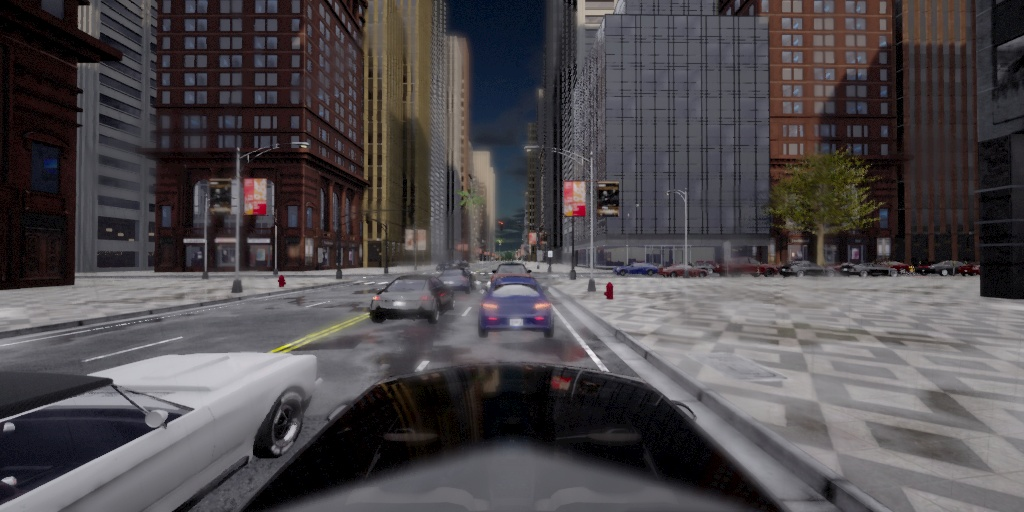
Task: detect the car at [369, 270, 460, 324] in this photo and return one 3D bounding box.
[{"bbox_3d":[-3.158,1.327,12.116,1.994,1.385,4.181,0,0,0],"label":"car"}]

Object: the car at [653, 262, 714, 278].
[{"bbox_3d":[15.295,1.327,32.150,4.207,1.307,1.802,0,0,-1],"label":"car"}]

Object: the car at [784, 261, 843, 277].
[{"bbox_3d":[26.571,1.276,32.333,4.313,1.339,1.948,0,0,-1],"label":"car"}]

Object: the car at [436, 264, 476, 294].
[{"bbox_3d":[-3.164,1.353,20.504,1.994,1.385,4.181,0,0,0],"label":"car"}]

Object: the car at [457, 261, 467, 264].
[{"bbox_3d":[-9.861,1.545,63.138,2.128,1.511,4.902,0,0,0],"label":"car"}]

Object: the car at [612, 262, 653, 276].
[{"bbox_3d":[13.022,1.347,37.897,4.674,1.442,1.812,0,-1,1],"label":"car"}]

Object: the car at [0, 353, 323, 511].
[{"bbox_3d":[-3.154,1.351,2.081,1.895,1.301,4.718,0,0,0],"label":"car"}]

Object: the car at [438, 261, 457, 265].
[{"bbox_3d":[-9.877,1.544,52.852,1.994,1.385,4.181,0,0,0],"label":"car"}]

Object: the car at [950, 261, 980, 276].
[{"bbox_3d":[43.484,1.214,32.608,4.507,1.381,1.888,0,0,-1],"label":"car"}]

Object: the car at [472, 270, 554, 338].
[{"bbox_3d":[0.099,1.284,10.124,1.812,1.442,4.674,0,0,0],"label":"car"}]

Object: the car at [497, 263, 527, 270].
[{"bbox_3d":[-0.012,1.135,19.110,2.097,1.767,4.553,0,0,0],"label":"car"}]

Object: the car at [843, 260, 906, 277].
[{"bbox_3d":[32.208,1.260,32.425,4.313,1.339,1.948,0,0,-1],"label":"car"}]

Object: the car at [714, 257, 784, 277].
[{"bbox_3d":[20.934,1.041,32.242,5.009,1.841,2.192,0,0,-1],"label":"car"}]

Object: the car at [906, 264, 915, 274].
[{"bbox_3d":[39.258,1.223,38.286,5.008,1.535,1.882,0,-1,0],"label":"car"}]

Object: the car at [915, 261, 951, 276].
[{"bbox_3d":[42.776,1.206,35.222,4.892,1.490,1.837,0,-1,-1],"label":"car"}]
